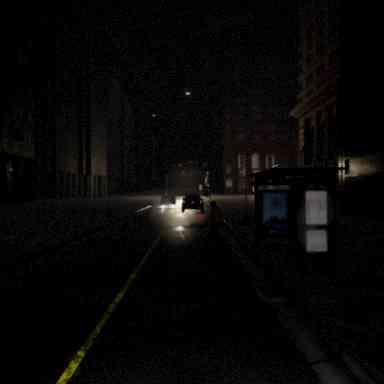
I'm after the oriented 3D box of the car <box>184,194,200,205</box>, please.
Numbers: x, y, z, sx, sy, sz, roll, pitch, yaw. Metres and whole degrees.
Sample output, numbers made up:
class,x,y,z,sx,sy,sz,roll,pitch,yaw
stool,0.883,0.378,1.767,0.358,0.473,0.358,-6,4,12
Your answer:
class,x,y,z,sx,sy,sz,roll,pitch,yaw
car,0.030,1.037,45.595,1.994,1.385,4.181,0,1,0

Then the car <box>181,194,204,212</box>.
class,x,y,z,sx,sy,sz,roll,pitch,yaw
car,0.061,0.979,32.801,2.097,1.767,4.553,0,1,0

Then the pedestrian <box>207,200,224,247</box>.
class,x,y,z,sx,sy,sz,roll,pitch,yaw
pedestrian,0.891,1.152,12.703,0.375,1.860,0.375,0,0,-10

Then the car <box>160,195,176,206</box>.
class,x,y,z,sx,sy,sz,roll,pitch,yaw
car,-3.129,1.058,43.887,1.994,1.385,4.181,0,1,0

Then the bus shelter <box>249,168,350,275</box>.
class,x,y,z,sx,sy,sz,roll,pitch,yaw
bus shelter,3.115,0.759,10.537,1.920,2.740,3.880,0,0,0
